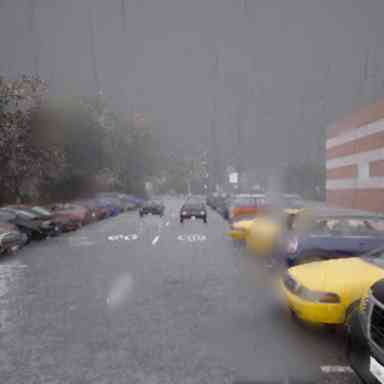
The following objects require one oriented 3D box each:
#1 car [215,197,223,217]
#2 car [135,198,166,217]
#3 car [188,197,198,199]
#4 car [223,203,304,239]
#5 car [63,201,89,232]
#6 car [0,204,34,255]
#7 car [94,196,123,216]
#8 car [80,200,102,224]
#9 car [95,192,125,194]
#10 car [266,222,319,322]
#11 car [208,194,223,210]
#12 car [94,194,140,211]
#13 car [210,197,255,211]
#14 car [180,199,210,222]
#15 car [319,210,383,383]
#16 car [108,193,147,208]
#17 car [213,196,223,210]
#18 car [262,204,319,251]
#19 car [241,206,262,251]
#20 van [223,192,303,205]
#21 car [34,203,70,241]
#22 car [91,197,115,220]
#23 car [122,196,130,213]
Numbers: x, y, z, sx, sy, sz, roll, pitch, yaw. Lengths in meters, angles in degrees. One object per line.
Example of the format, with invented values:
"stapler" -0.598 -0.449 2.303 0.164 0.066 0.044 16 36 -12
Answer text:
"car" 4.404 1.365 25.486 4.674 1.452 2.002 0 0 0
"car" -3.359 1.425 28.693 1.895 1.301 4.718 0 0 0
"car" 0.085 1.301 41.110 1.994 1.385 4.181 0 0 0
"car" 4.225 1.390 14.183 5.366 1.575 1.946 0 0 0
"car" -8.163 1.377 16.807 5.008 1.535 2.097 0 0 0
"car" -8.188 1.286 11.159 4.553 1.767 2.185 0 0 0
"car" -8.157 1.325 25.403 5.008 1.535 2.097 0 0 0
"car" -8.189 1.389 19.755 4.792 1.488 2.163 0 0 0
"car" -8.143 1.000 36.571 5.566 2.045 2.435 0 0 0
"car" 4.228 1.442 5.706 5.366 1.575 1.946 0 0 0
"car" 4.409 1.270 33.962 5.008 1.535 2.097 0 0 0
"car" -8.176 1.272 33.873 4.892 1.521 2.231 0 0 0
"car" 4.405 1.290 36.790 4.674 1.452 2.002 0 0 0
"car" 0.093 1.450 24.768 1.895 1.301 4.718 0 0 0
"car" 4.386 1.210 2.879 5.566 2.045 2.435 0 0 0
"car" -8.110 1.075 42.352 4.553 1.767 2.185 0 0 0
"car" 4.408 1.347 28.312 4.674 1.452 2.002 0 0 0
"car" 4.381 1.302 8.531 4.553 1.767 2.185 0 0 0
"car" 4.597 1.407 11.357 5.366 1.575 1.946 0 0 0
"van" 4.291 1.133 19.833 4.442 1.987 1.878 0 0 0
"car" -8.153 1.394 13.984 5.008 1.535 2.097 0 0 0
"car" -8.156 1.342 22.579 5.008 1.535 2.097 0 0 0
"car" -8.159 1.309 28.227 4.892 1.521 2.231 0 0 0
